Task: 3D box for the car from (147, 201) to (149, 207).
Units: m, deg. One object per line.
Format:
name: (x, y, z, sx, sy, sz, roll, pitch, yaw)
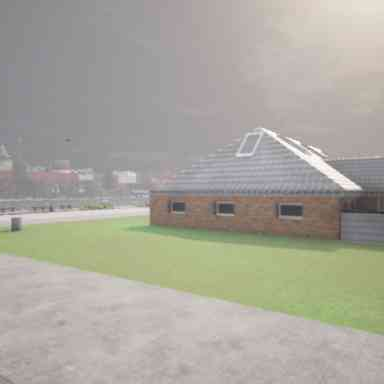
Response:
car: (-4.469, 1.365, 48.610, 2.097, 1.767, 4.553, 0, 0, 36)
